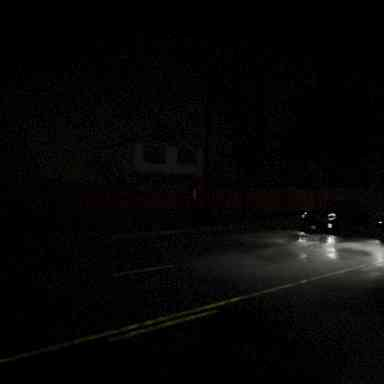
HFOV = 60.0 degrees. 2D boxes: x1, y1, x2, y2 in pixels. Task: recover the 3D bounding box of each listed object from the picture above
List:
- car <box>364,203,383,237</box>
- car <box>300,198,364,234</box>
[{"bbox_3d":[10.632,1.351,15.873,4.902,1.511,2.128,-1,0,-35],"label":"car"},{"bbox_3d":[8.031,1.217,18.316,4.553,1.767,2.097,-1,0,-35],"label":"car"}]
